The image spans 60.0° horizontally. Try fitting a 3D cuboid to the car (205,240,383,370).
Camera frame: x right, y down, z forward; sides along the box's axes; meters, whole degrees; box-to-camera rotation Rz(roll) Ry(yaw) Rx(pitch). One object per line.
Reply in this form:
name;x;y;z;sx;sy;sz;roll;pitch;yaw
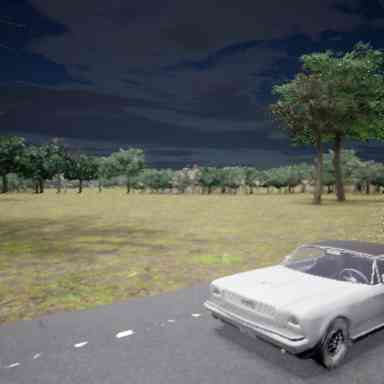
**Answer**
car;2.546;1.592;5.807;4.718;1.301;1.895;0;0;-36
